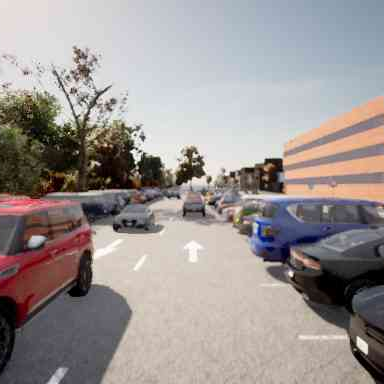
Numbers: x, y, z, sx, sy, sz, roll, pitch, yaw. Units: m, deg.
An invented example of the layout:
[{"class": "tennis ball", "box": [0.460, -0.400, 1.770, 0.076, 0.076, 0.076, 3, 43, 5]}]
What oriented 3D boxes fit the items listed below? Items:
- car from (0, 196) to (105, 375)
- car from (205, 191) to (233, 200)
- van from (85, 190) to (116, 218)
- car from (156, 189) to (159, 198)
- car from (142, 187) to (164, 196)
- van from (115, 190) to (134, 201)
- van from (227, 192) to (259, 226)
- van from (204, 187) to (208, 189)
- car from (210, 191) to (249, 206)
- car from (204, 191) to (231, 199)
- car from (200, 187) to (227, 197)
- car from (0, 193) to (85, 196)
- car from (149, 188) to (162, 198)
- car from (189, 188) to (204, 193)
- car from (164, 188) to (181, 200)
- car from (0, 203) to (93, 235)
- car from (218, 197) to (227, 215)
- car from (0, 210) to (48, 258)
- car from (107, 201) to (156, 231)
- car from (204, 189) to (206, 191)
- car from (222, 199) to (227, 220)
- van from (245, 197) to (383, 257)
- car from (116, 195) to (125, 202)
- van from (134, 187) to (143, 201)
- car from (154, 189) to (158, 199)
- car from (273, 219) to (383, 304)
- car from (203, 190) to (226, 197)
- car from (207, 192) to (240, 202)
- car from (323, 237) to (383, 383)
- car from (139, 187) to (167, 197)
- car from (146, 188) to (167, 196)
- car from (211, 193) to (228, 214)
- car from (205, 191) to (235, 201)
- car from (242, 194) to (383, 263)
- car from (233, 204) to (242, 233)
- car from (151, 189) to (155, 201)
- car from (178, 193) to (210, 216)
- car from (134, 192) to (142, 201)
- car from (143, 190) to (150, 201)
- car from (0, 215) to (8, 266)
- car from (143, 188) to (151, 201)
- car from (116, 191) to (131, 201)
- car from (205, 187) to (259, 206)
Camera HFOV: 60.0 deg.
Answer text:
[{"class": "car", "box": [-3.339, 1.192, 5.626, 2.150, 2.045, 5.566, 0, 0, 0]}, {"class": "car", "box": [4.550, 0.562, 57.454, 4.674, 1.452, 2.002, 0, 1, 0]}, {"class": "van", "box": [-7.984, 1.061, 23.523, 4.442, 1.987, 1.878, 0, 1, 0]}, {"class": "car", "box": [-8.059, 0.677, 51.759, 4.792, 1.488, 2.163, 0, 1, 0]}, {"class": "car", "box": [-8.006, 0.326, 65.873, 4.892, 1.521, 2.231, 0, 1, 0]}, {"class": "van", "box": [-8.197, 0.869, 31.993, 4.442, 1.987, 1.878, 0, 1, 0]}, {"class": "van", "box": [4.339, 1.162, 17.759, 4.442, 1.987, 1.878, 0, 1, 0]}, {"class": "van", "box": [4.422, 0.424, 51.798, 4.442, 1.987, 1.878, 0, 1, 0]}, {"class": "car", "box": [4.480, 0.780, 40.500, 4.553, 1.767, 2.185, 0, 1, 0]}, {"class": "car", "box": [4.562, 0.497, 60.279, 4.674, 1.452, 2.002, 0, 1, 0]}, {"class": "car", "box": [4.616, -0.060, 71.572, 5.566, 2.045, 2.435, 0, 1, 0]}, {"class": "car", "box": [-8.099, 1.151, 14.913, 5.566, 2.045, 2.435, 0, 0, 0]}, {"class": "car", "box": [-8.018, 0.584, 54.582, 5.008, 1.535, 2.097, 0, 1, 0]}, {"class": "car", "box": [0.205, 0.676, 44.958, 2.097, 1.767, 4.553, 0, 1, 0]}, {"class": "car", "box": [-3.163, 0.249, 58.003, 2.150, 2.045, 5.566, 0, 1, 1]}, {"class": "car", "box": [-8.114, 1.385, 17.749, 5.008, 1.535, 2.097, 0, 0, 0]}, {"class": "car", "box": [4.472, 1.329, 23.554, 4.674, 1.452, 2.002, 0, 1, 0]}, {"class": "car", "box": [-8.105, 1.446, 12.090, 4.792, 1.488, 2.163, 0, 0, 0]}, {"class": "car", "box": [-3.283, 1.447, 19.442, 1.994, 1.385, 4.181, 0, 1, 0]}, {"class": "car", "box": [4.340, 0.774, 46.153, 5.366, 1.575, 1.946, 0, 1, 0]}, {"class": "car", "box": [4.460, 1.388, 20.720, 4.674, 1.452, 2.002, 0, 1, 0]}, {"class": "van", "box": [4.325, 1.193, 12.229, 4.442, 1.987, 1.878, 0, 0, 0]}, {"class": "car", "box": [-8.127, 1.252, 26.355, 4.792, 1.488, 2.163, 0, 1, 0]}, {"class": "van", "box": [-8.180, 0.741, 37.642, 4.442, 1.987, 1.878, 0, 1, 0]}, {"class": "car", "box": [-8.041, 0.714, 48.811, 5.008, 1.535, 2.097, 0, 1, 0]}, {"class": "car", "box": [4.423, 1.447, 6.578, 5.008, 1.535, 2.097, 0, 0, 0]}, {"class": "car", "box": [4.583, 0.299, 68.755, 4.674, 1.452, 2.002, 0, 1, 0]}, {"class": "car", "box": [4.535, 0.754, 48.979, 4.674, 1.452, 2.002, 0, 1, 0]}, {"class": "car", "box": [4.426, 1.462, 3.753, 5.008, 1.535, 2.097, 0, 0, 0]}, {"class": "car", "box": [-7.965, 0.010, 68.567, 5.566, 2.045, 2.435, 0, 1, 0]}, {"class": "car", "box": [-7.916, -0.011, 74.348, 4.553, 1.767, 2.185, 0, 1, 0]}, {"class": "car", "box": [4.488, 1.137, 32.029, 4.674, 1.452, 2.002, 0, 1, 0]}, {"class": "car", "box": [4.575, 0.615, 54.628, 4.792, 1.488, 2.163, 0, 1, 0]}, {"class": "car", "box": [4.463, 1.182, 9.403, 5.566, 2.045, 2.435, 0, 0, 0]}, {"class": "car", "box": [4.446, 1.445, 15.055, 4.674, 1.452, 2.002, 0, 0, 0]}, {"class": "car", "box": [-8.038, 0.778, 45.988, 5.008, 1.535, 2.097, 0, 1, 0]}, {"class": "car", "box": [0.168, 1.178, 28.883, 2.128, 1.511, 4.902, 0, 1, 0]}, {"class": "car", "box": [-8.078, 1.032, 34.822, 4.892, 1.521, 2.231, 0, 1, 0]}, {"class": "car", "box": [-8.063, 0.906, 40.343, 5.008, 1.535, 2.097, 0, 1, 0]}, {"class": "car", "box": [-8.113, 1.460, 9.267, 4.792, 1.488, 2.163, 0, 0, 0]}, {"class": "car", "box": [-8.081, 0.717, 43.163, 4.553, 1.767, 2.185, 0, 1, 0]}, {"class": "car", "box": [-8.056, 1.036, 29.049, 4.553, 1.767, 2.185, 0, 1, 0]}, {"class": "car", "box": [4.469, 0.782, 34.847, 5.566, 2.045, 2.435, 0, 1, 0]}]
